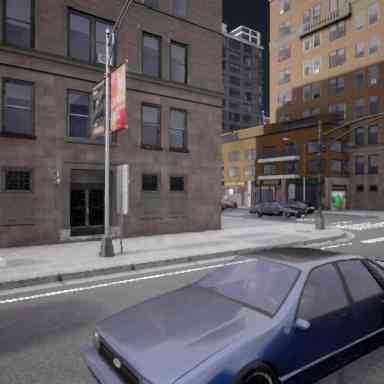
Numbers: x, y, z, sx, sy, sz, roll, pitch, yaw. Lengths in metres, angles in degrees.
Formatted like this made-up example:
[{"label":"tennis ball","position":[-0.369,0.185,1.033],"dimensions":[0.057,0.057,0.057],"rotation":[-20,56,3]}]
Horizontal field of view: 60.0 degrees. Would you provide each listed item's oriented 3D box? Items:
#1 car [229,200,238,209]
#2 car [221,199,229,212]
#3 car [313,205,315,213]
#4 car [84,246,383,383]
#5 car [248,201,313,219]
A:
[{"label":"car","position":[4.168,1.594,43.285],"dimensions":[1.802,1.307,4.206],"rotation":[0,0,-35]},{"label":"car","position":[1.631,1.592,37.366],"dimensions":[1.895,1.301,4.718],"rotation":[0,0,-35]},{"label":"car","position":[10.530,1.580,34.284],"dimensions":[1.947,1.339,4.313],"rotation":[0,0,-35]},{"label":"car","position":[1.386,1.548,4.679],"dimensions":[5.357,1.411,2.033],"rotation":[0,0,-36]},{"label":"car","position":[7.413,1.541,29.157],"dimensions":[2.033,1.411,5.357],"rotation":[0,0,-37]}]
